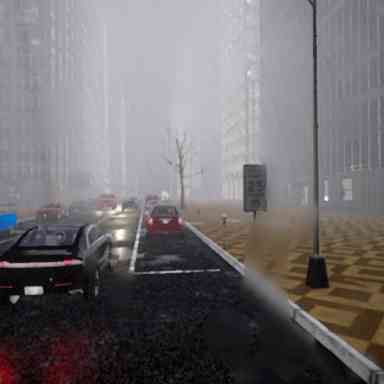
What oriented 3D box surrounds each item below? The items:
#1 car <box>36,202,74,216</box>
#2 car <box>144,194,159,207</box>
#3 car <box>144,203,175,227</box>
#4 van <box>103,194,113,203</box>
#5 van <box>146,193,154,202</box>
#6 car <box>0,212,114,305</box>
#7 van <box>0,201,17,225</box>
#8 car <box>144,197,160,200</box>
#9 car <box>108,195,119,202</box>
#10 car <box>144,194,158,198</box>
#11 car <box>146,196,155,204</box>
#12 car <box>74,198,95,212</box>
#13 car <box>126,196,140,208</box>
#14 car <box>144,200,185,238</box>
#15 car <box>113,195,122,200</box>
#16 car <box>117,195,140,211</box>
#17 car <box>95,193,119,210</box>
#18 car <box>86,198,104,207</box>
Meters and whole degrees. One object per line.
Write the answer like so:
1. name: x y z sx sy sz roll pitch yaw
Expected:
1. car: -11.463 1.543 27.482 1.887 1.381 4.507 0 0 -8
2. car: -6.248 1.240 51.148 2.192 1.841 5.009 0 0 -8
3. car: -2.309 1.525 22.979 1.947 1.339 4.313 0 0 -8
4. van: -16.878 1.292 66.934 1.690 1.788 3.998 0 0 -8
5. van: -9.348 1.239 73.692 1.690 1.788 3.998 0 0 -8
6. car: -3.056 1.484 8.139 2.128 1.511 4.902 0 0 -8
7. van: -10.024 1.354 16.196 1.690 1.788 3.998 0 0 -8
8. car: -3.924 1.527 34.240 1.802 1.307 4.206 0 0 -8
9. car: -18.429 1.504 78.207 1.947 1.339 4.313 0 0 -8
10. car: -5.473 1.247 45.512 2.192 1.841 5.009 0 0 -8
11. car: -7.822 1.436 62.588 1.752 1.417 4.829 0 0 -8
12. car: -13.004 1.550 38.753 1.947 1.339 4.313 0 0 -8
13. car: -8.717 1.419 49.396 1.882 1.535 5.008 0 0 -7
14. car: -1.478 1.406 17.351 1.967 1.590 4.097 0 0 -8
15. car: -19.979 1.477 89.479 2.008 1.369 4.403 0 0 -8
16. car: -7.284 1.445 39.304 2.128 1.511 4.902 0 0 -8
17. car: -10.821 1.187 42.574 2.150 2.045 5.566 0 0 -8
18. car: -14.554 1.536 50.026 1.947 1.339 4.313 0 0 -8
